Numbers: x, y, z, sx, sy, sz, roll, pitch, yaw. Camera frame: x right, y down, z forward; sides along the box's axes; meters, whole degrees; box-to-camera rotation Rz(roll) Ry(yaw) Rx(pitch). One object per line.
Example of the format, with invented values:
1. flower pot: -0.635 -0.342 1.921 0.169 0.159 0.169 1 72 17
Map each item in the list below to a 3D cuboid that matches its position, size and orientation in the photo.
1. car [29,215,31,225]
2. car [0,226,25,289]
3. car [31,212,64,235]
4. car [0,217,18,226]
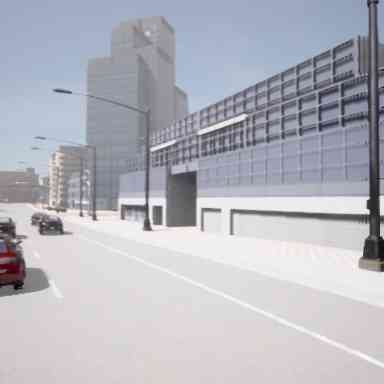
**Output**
1. car: -17.741 3.125 38.660 1.837 1.490 4.892 1 -1 -28
2. car: -6.000 1.914 9.688 1.994 1.385 4.181 1 -3 -28
3. car: -12.129 2.747 28.306 2.128 1.511 4.902 1 -2 -28
4. car: -14.139 2.607 24.674 2.128 1.511 4.902 1 -3 -28
